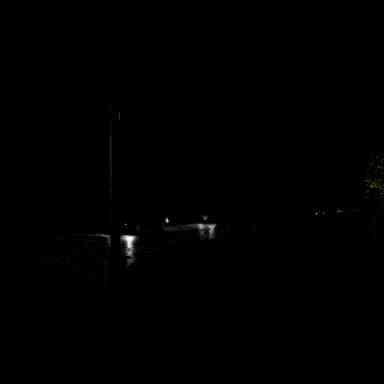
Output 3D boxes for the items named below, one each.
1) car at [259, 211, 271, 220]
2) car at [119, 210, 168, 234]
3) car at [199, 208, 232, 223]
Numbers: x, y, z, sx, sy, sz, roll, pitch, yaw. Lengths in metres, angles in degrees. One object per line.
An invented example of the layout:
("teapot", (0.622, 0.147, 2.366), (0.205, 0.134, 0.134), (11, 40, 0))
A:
("car", (9.296, 2.534, 38.535), (1.994, 1.385, 4.181), (-1, -2, 30))
("car", (-3.599, 2.068, 23.806), (1.837, 1.490, 4.892), (-1, -2, 30))
("car", (2.497, 2.355, 34.228), (2.128, 1.511, 4.902), (-1, -2, 30))
